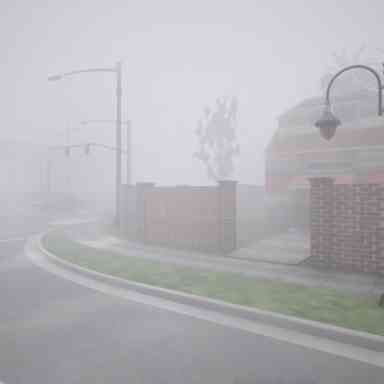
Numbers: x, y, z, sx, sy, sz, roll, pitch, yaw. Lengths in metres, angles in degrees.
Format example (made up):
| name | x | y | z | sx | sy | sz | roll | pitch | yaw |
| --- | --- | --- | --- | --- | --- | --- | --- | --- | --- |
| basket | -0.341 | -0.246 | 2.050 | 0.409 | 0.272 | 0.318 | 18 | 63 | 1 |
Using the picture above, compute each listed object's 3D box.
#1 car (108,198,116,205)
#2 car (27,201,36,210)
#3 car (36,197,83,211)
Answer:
| name | x | y | z | sx | sy | sz | roll | pitch | yaw |
| --- | --- | --- | --- | --- | --- | --- | --- | --- | --- |
| car | -10.422 | 1.224 | 50.550 | 1.837 | 1.490 | 4.892 | 0 | 1 | 37 |
| car | -17.752 | 1.397 | 40.840 | 1.812 | 1.442 | 4.674 | 0 | 1 | 37 |
| car | -15.021 | 1.374 | 38.653 | 1.837 | 1.490 | 4.892 | 0 | 1 | 36 |
